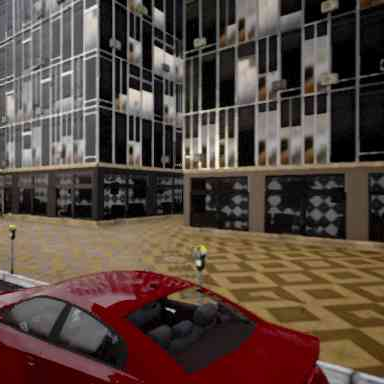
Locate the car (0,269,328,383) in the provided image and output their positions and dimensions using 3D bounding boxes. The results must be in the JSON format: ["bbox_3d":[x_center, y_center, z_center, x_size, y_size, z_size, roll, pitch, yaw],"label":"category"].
[{"bbox_3d":[-0.966,1.543,3.560,4.507,1.381,1.887,0,0,35],"label":"car"}]
